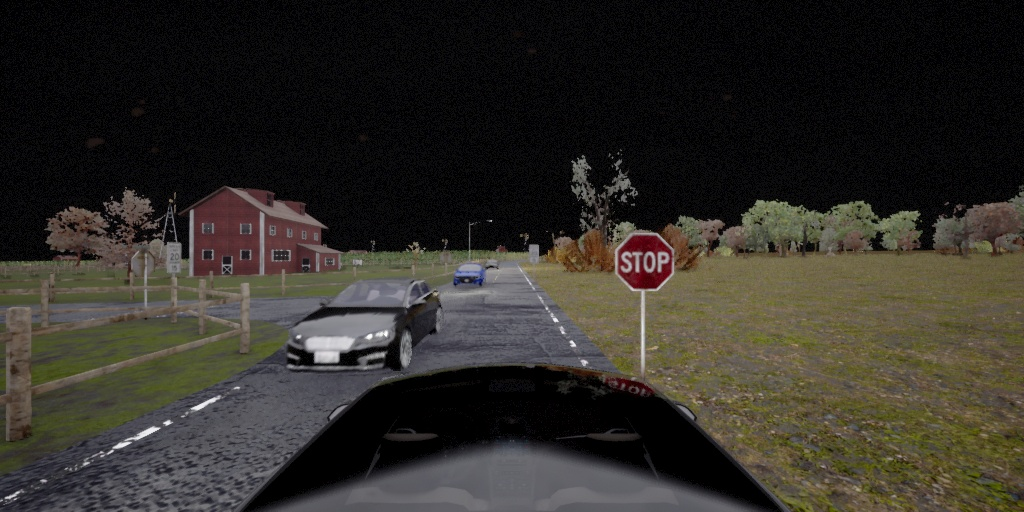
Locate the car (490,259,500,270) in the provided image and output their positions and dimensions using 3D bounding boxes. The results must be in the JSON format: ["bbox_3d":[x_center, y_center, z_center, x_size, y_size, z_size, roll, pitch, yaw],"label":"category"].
[{"bbox_3d":[-2.851,1.244,51.804,1.837,1.490,4.892,0,0,0],"label":"car"}]

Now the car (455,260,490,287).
[{"bbox_3d":[-2.796,1.243,24.632,1.882,1.535,5.008,0,0,0],"label":"car"}]

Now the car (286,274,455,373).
[{"bbox_3d":[-2.764,1.242,7.800,2.128,1.511,4.902,0,0,0],"label":"car"}]
